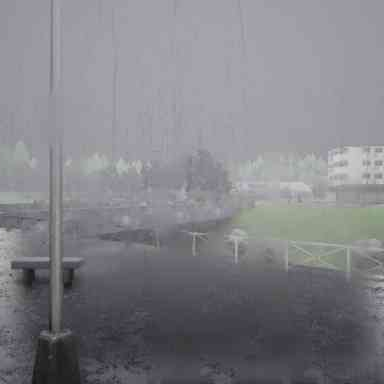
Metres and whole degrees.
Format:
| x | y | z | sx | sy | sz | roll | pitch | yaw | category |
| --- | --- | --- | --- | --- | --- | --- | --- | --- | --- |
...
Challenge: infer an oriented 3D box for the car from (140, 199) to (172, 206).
| x | y | z | sx | sy | sz | roll | pitch | yaw | category |
| --- | --- | --- | --- | --- | --- | --- | --- | --- | --- |
| -4.584 | 1.601 | 43.737 | 1.895 | 1.301 | 4.718 | 0 | 0 | 36 | car |
